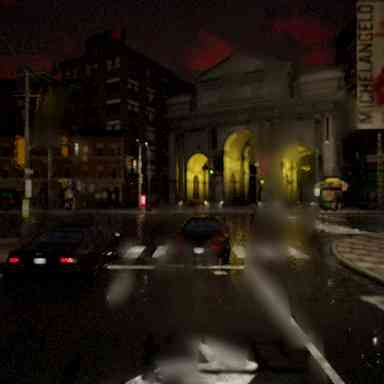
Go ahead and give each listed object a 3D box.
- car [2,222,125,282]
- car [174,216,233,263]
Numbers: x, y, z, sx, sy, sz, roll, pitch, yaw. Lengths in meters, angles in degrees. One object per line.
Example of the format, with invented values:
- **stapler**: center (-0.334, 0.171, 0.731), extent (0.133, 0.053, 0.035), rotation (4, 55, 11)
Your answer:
- **car**: center (-3.409, 1.612, 9.968), extent (2.033, 1.411, 5.357), rotation (0, 0, 0)
- **car**: center (0.522, 1.605, 12.302), extent (1.812, 1.442, 4.674), rotation (0, 0, 8)
